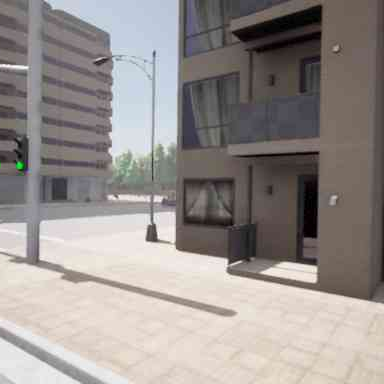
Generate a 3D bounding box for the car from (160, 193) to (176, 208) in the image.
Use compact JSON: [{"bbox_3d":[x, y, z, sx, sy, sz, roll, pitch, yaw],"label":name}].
[{"bbox_3d":[-1.654,0.886,38.823,2.097,1.767,4.553,1,1,36],"label":"car"}]
